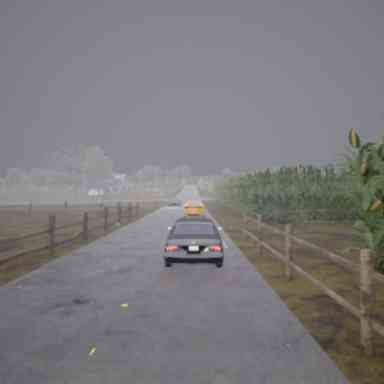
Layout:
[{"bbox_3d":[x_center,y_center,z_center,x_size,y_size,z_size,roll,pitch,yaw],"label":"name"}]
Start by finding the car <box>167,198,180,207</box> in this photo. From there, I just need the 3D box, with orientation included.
[{"bbox_3d":[-2.704,1.579,50.776,1.994,1.385,4.181,0,1,0],"label":"car"}]

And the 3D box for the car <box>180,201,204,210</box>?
[{"bbox_3d":[0.155,1.580,31.770,1.882,1.535,5.008,0,0,0],"label":"car"}]

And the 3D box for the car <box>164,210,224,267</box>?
[{"bbox_3d":[0.076,1.597,11.622,2.033,1.411,5.357,0,0,1],"label":"car"}]
